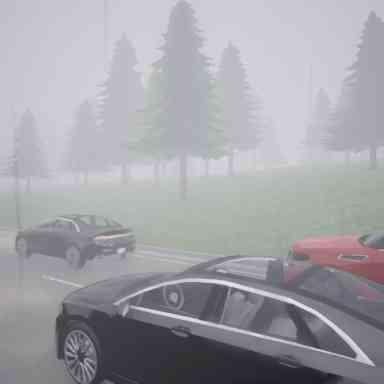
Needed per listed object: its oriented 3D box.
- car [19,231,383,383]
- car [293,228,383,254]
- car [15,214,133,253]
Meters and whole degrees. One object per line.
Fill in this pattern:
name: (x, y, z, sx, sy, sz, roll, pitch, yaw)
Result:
car: (0.440, 1.492, 3.680, 4.902, 1.511, 2.128, 0, 0, 36)
car: (4.255, 1.222, 5.256, 5.566, 2.045, 2.150, 0, 0, 36)
car: (-4.031, 1.492, 11.142, 4.902, 1.511, 2.128, 0, 0, 36)
